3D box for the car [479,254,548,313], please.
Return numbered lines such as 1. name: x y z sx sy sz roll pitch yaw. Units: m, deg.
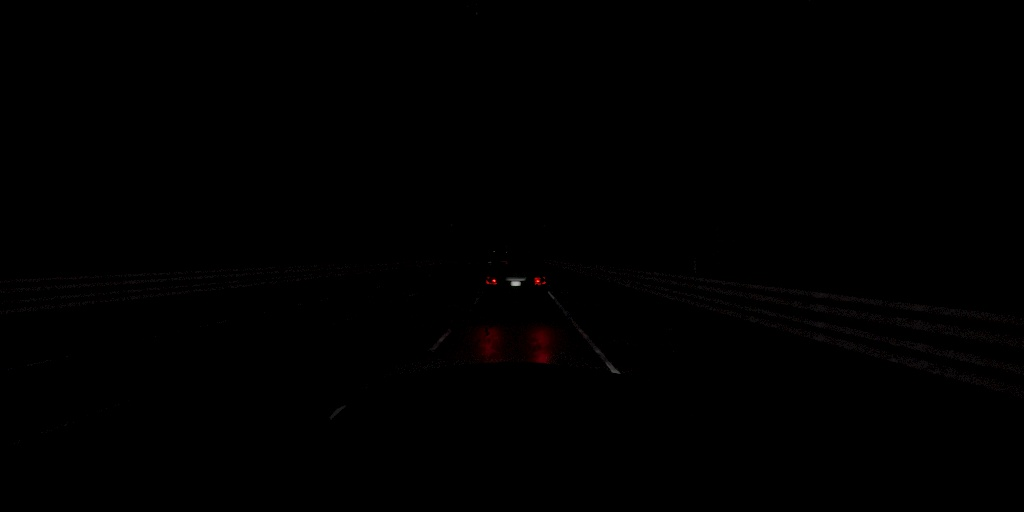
1. car: 0.164 0.965 14.049 2.150 2.045 5.566 0 0 1
